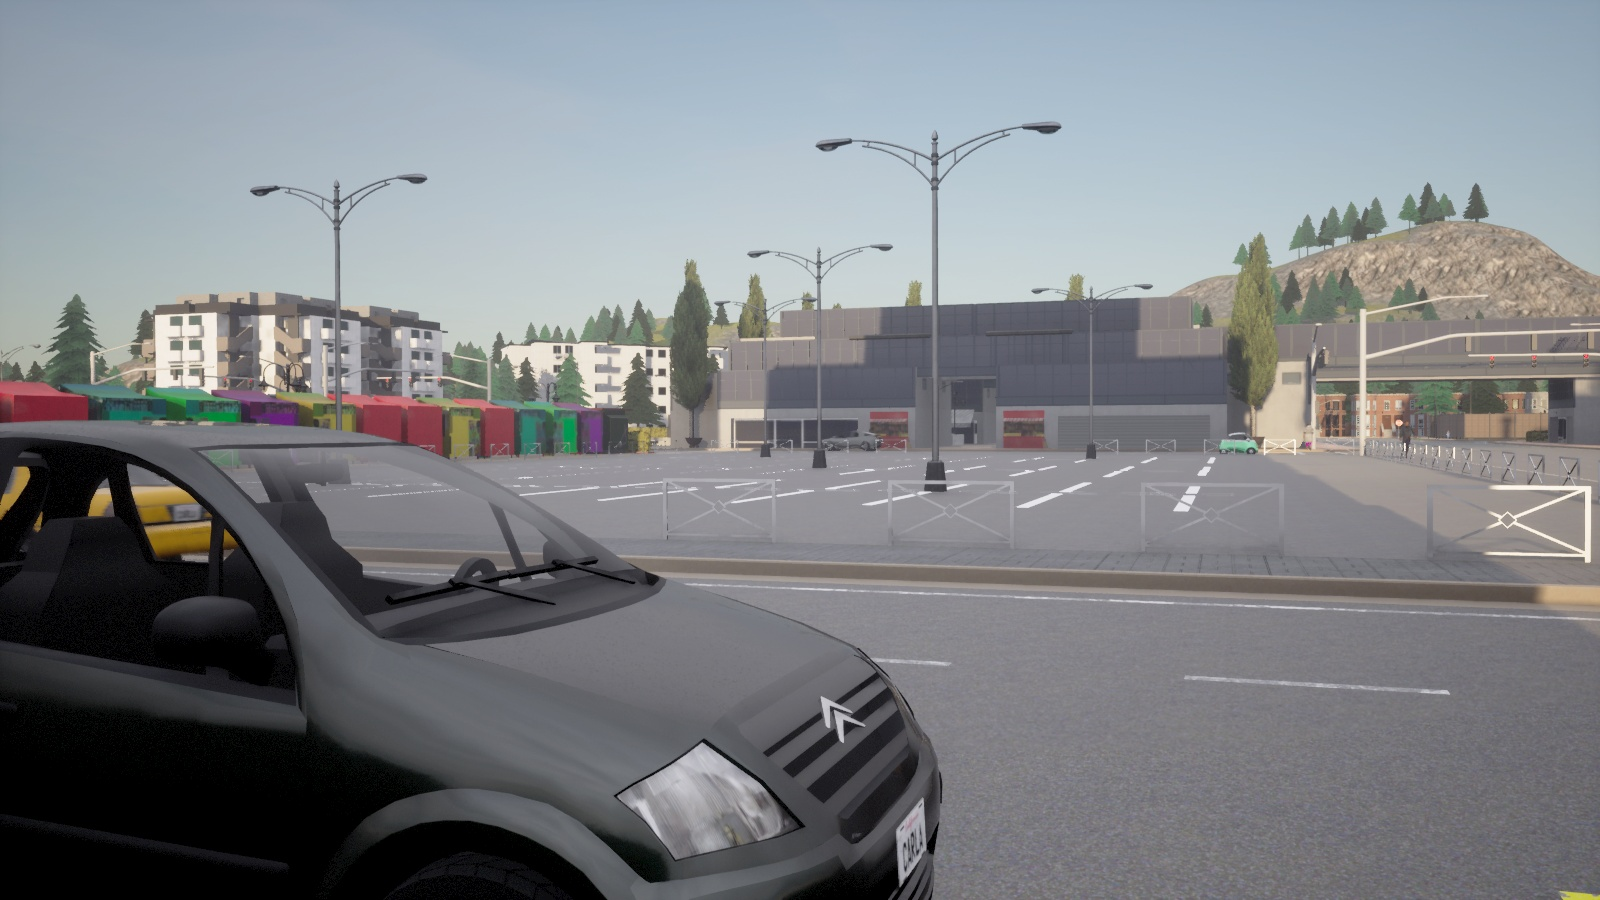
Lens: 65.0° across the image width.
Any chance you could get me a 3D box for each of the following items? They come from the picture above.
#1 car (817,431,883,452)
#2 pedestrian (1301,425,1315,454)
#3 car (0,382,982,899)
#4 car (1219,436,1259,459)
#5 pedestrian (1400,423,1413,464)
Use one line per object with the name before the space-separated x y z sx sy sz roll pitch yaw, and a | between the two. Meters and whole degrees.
car | 3.741 -0.654 93.514 4.514 1.525 2.007 1 1 20
pedestrian | 34.631 -0.699 85.560 0.659 1.952 0.873 0 1 8
car | -1.613 0.659 3.733 3.988 1.617 1.851 1 1 19
car | 25.909 -0.153 74.125 2.207 1.376 1.481 0 1 20
pedestrian | 28.674 -0.302 59.365 0.423 1.949 0.788 1 1 18
